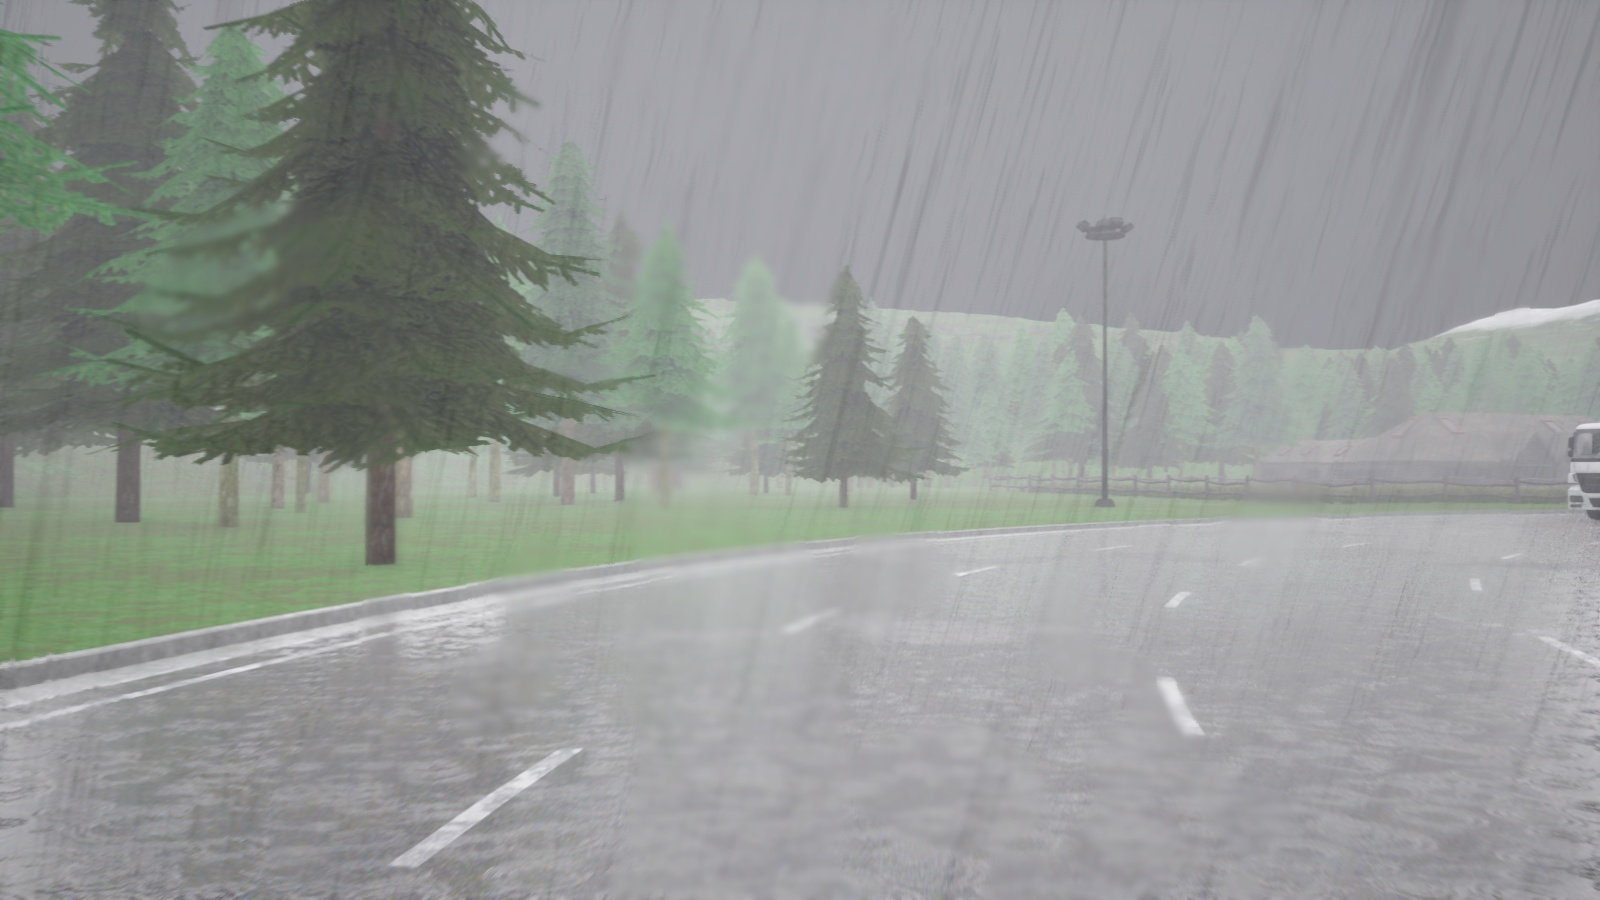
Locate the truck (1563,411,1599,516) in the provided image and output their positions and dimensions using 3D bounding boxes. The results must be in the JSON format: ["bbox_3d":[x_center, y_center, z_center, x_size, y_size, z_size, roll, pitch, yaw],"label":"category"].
[{"bbox_3d":[30.113,0.468,43.230,7.936,3.462,2.891,0,-1,-28],"label":"truck"}]
